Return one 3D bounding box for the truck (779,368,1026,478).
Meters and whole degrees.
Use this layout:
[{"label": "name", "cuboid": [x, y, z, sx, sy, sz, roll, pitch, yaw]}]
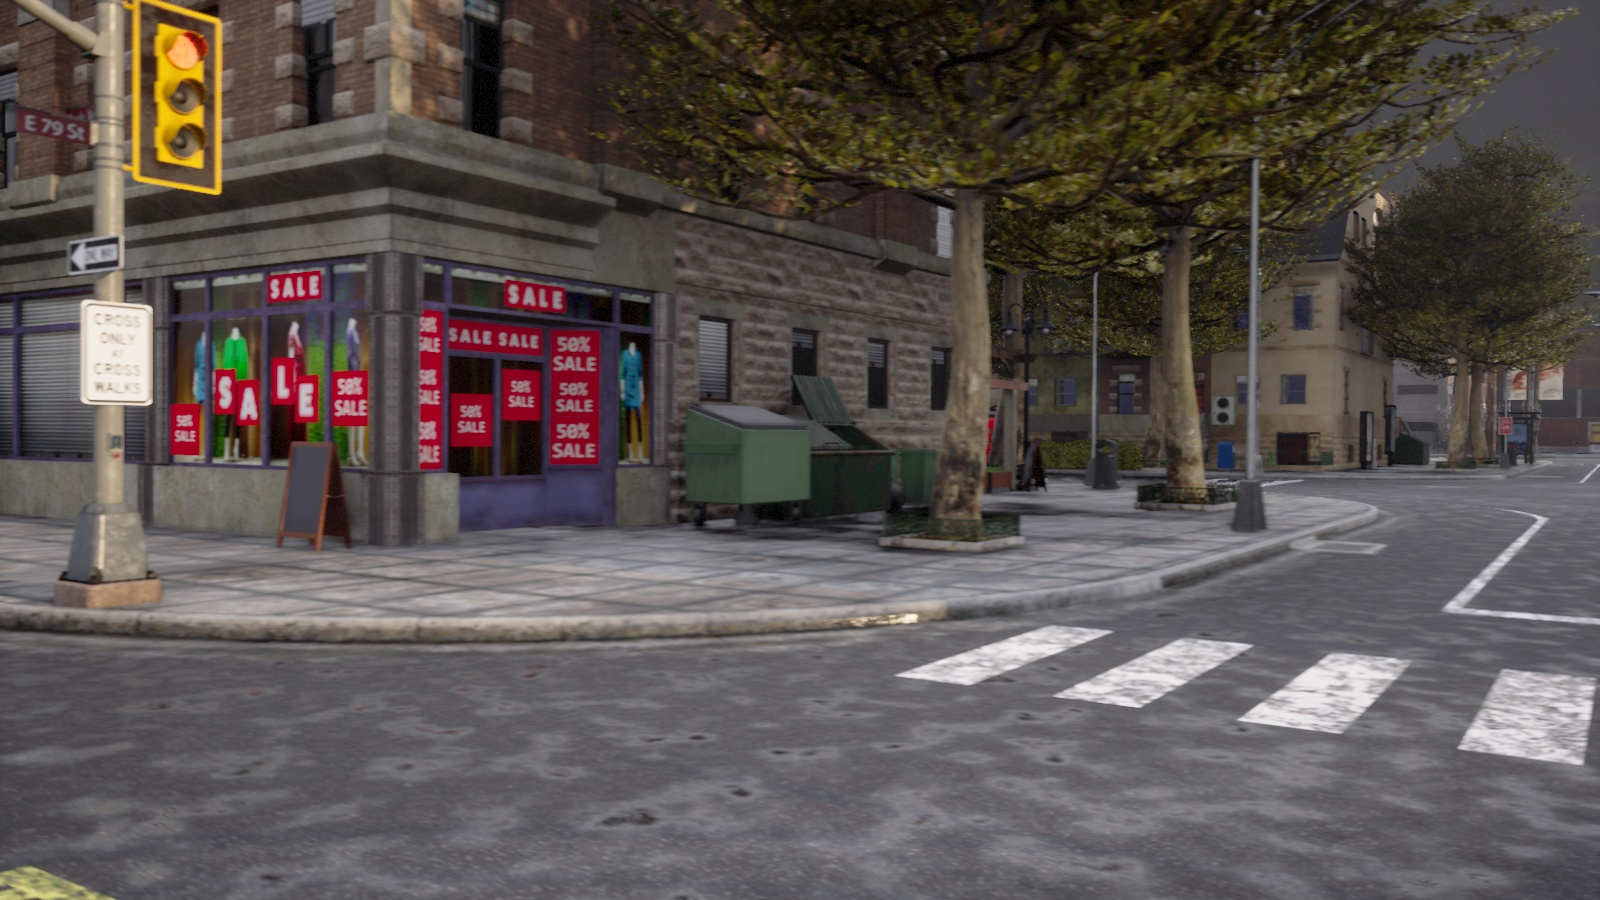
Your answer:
[{"label": "truck", "cuboid": [3.404, -0.867, 42.870, 7.936, 3.462, 2.891, 0, 1, 34]}]
